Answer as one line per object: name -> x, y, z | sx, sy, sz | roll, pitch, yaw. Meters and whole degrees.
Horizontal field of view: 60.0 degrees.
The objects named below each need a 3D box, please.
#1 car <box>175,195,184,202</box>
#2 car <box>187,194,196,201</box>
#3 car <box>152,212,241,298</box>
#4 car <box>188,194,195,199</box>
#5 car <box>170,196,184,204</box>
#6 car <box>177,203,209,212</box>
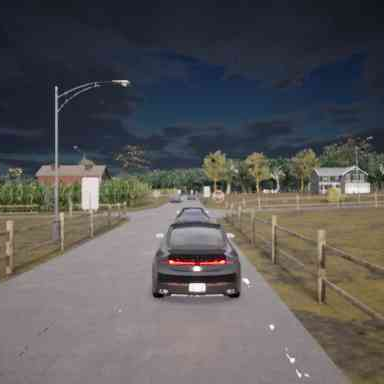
car -> -2.869, 1.463, 75.353 | 1.895, 1.301, 4.718 | 0, 0, 0
car -> -0.127, 1.399, 81.655 | 1.994, 1.385, 4.181 | 0, 0, 0
car -> 0.086, 1.504, 8.522 | 1.837, 1.490, 4.892 | 0, 0, 0
car -> -0.140, 1.204, 91.668 | 2.033, 1.411, 5.357 | 0, 0, 0
car -> -2.916, 1.466, 60.428 | 1.994, 1.385, 4.181 | 0, 0, 0
car -> 0.044, 1.555, 18.869 | 1.994, 1.385, 4.181 | 0, 0, -1
